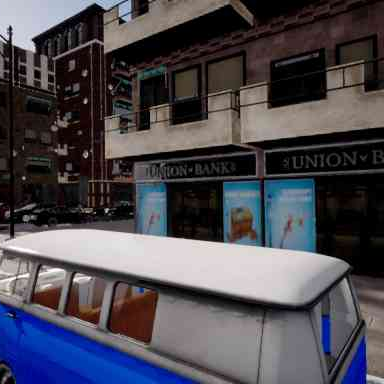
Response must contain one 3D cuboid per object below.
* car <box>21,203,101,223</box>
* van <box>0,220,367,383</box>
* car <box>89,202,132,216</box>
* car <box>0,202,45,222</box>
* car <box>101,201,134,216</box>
[{"bbox_3d":[-8.668,1.584,22.338,1.947,1.339,4.313,-2,-1,36],"label":"car"},{"bbox_3d":[-0.491,1.342,3.200,3.998,1.788,1.690,0,-1,35],"label":"van"},{"bbox_3d":[-8.799,1.799,36.389,1.947,1.339,4.313,-2,-1,36],"label":"car"},{"bbox_3d":[-12.462,1.636,26.961,1.837,1.490,4.892,-1,-1,36],"label":"car"},{"bbox_3d":[-6.919,1.675,34.563,2.128,1.511,4.902,-1,-1,36],"label":"car"}]
